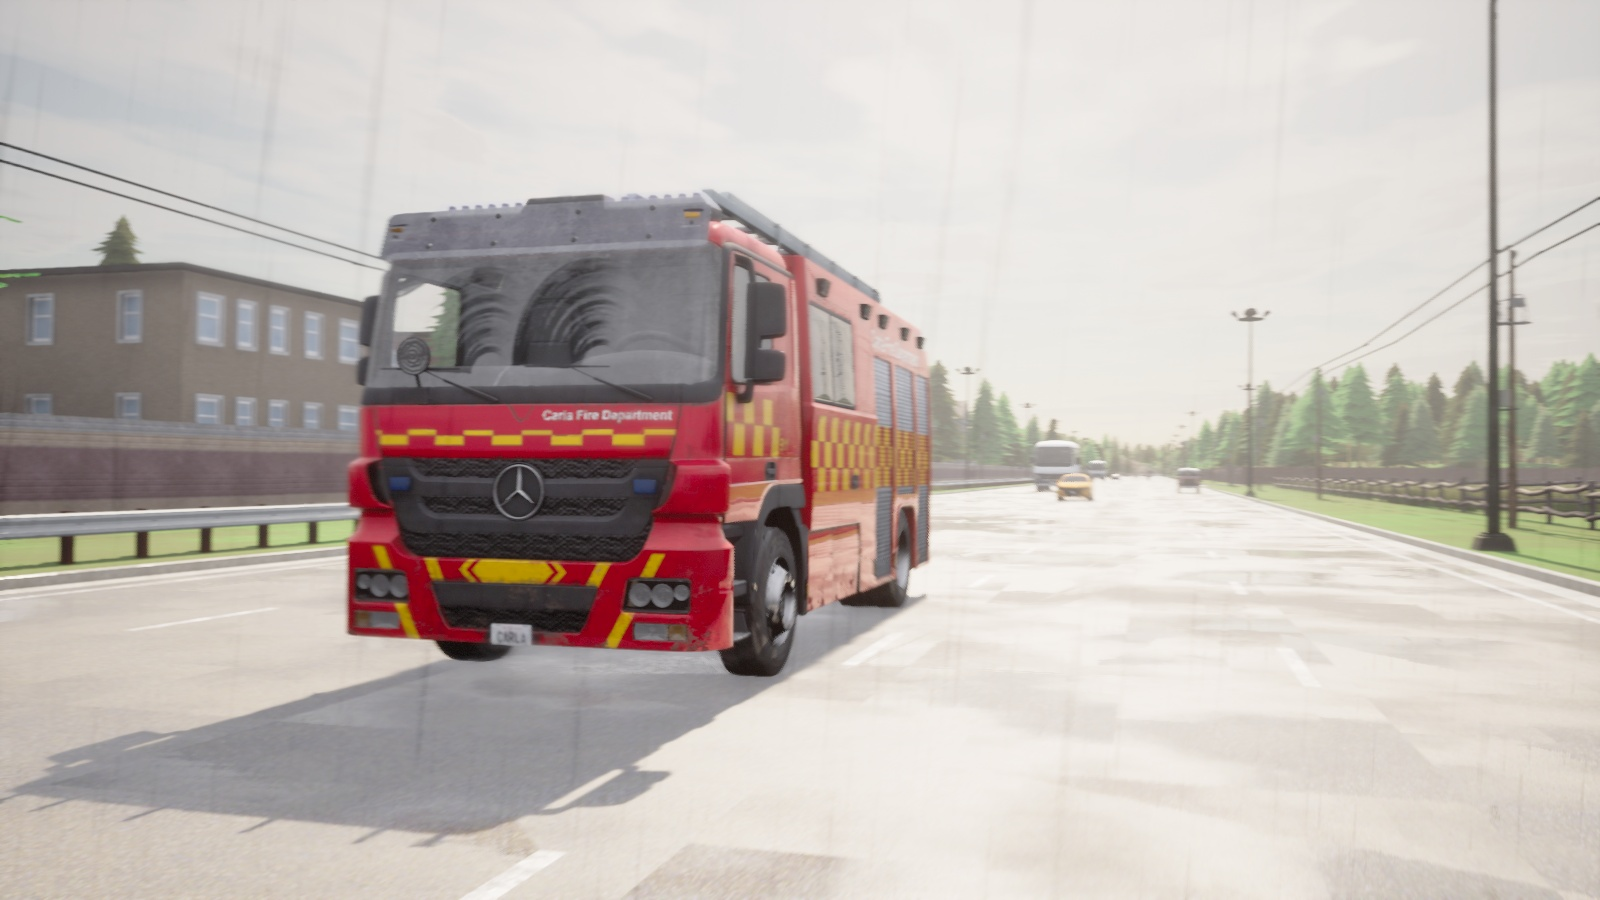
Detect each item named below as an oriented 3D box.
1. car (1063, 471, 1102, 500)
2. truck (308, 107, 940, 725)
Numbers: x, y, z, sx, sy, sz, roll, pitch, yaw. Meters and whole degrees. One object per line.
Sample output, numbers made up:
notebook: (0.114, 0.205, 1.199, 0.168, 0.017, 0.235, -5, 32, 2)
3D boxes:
car: (15.929, 1.971, 70.681, 1.882, 1.535, 5.008, 0, -1, 16)
truck: (-0.790, -0.143, 12.229, 2.891, 3.827, 8.468, 0, -1, 16)
